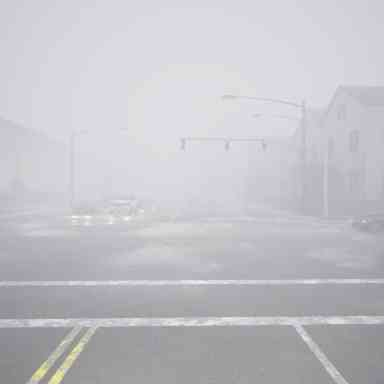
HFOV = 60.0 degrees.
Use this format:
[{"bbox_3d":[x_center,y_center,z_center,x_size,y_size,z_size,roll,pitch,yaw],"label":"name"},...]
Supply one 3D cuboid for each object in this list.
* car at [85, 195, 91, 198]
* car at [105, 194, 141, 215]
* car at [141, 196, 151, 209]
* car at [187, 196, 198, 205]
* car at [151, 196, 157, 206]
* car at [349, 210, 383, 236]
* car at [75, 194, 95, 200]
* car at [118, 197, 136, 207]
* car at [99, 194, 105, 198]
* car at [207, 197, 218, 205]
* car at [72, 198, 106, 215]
[{"bbox_3d":[-28.095,1.452,84.419,2.038,1.542,4.974,0,0,-36],"label":"car"},{"bbox_3d":[-7.066,1.221,34.714,2.150,2.045,5.566,0,0,0],"label":"car"},{"bbox_3d":[-7.055,1.505,44.267,1.837,1.490,4.892,0,0,0],"label":"car"},{"bbox_3d":[0.059,1.491,58.669,2.128,1.511,4.902,0,0,0],"label":"car"},{"bbox_3d":[-7.032,1.477,55.378,1.882,1.535,5.008,0,0,0],"label":"car"},{"bbox_3d":[11.402,1.612,18.468,4.902,1.511,2.128,1,0,7],"label":"car"},{"bbox_3d":[-28.880,1.452,89.786,2.038,1.542,4.974,0,0,29],"label":"car"},{"bbox_3d":[-10.536,1.547,54.297,2.033,1.411,5.357,0,0,0],"label":"car"},{"bbox_3d":[-10.557,1.221,42.945,2.150,2.045,5.566,0,0,0],"label":"car"},{"bbox_3d":[3.558,1.599,58.695,1.895,1.301,4.718,0,0,0],"label":"car"},{"bbox_3d":[-10.566,1.564,33.686,1.994,1.385,4.181,0,0,0],"label":"car"}]
